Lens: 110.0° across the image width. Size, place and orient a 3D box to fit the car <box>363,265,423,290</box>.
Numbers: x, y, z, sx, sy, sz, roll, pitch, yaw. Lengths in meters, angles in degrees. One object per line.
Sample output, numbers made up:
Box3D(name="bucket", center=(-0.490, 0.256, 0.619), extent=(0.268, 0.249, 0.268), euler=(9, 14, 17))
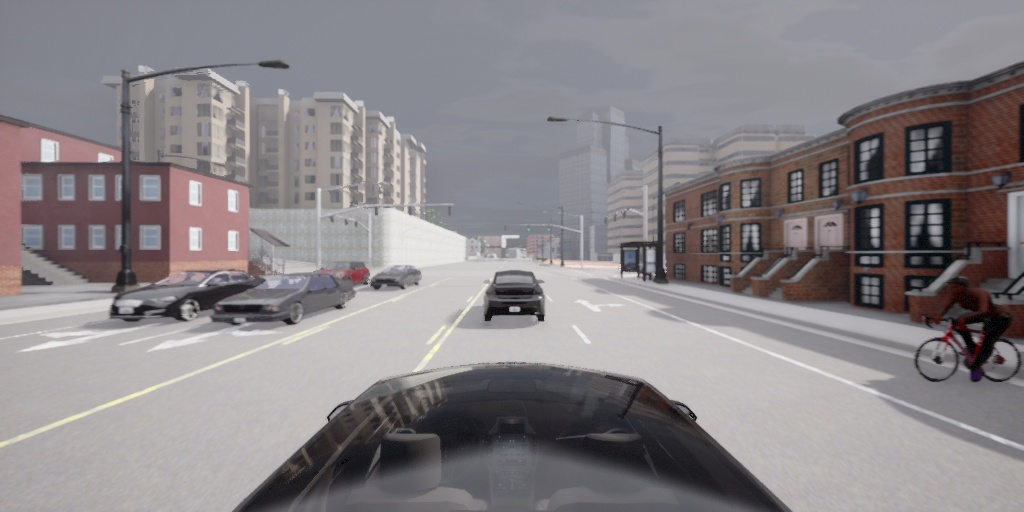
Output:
Box3D(name="car", center=(-7.103, 1.260, 22.646), extent=(2.033, 1.411, 5.357), euler=(0, 0, 0))

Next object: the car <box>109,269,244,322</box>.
Box3D(name="car", center=(-10.612, 1.230, 12.314), extent=(2.128, 1.511, 4.902), euler=(0, 0, 0))

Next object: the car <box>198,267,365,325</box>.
Box3D(name="car", center=(-7.117, 1.283, 12.021), extent=(2.033, 1.411, 5.357), euler=(0, 0, 0))

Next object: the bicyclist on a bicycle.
Box3D(name="bicyclist on a bicycle", center=(7.048, 1.148, 5.542), extent=(1.656, 1.620, 0.582), euler=(0, 0, 0))

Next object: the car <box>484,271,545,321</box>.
Box3D(name="car", center=(0.075, 1.231, 12.336), extent=(1.837, 1.490, 4.892), euler=(0, 0, 0))

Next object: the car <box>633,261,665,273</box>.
Box3D(name="car", center=(15.054, 1.249, 40.826), extent=(4.718, 1.301, 1.895), euler=(0, 0, 2))

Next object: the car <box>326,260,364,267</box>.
Box3D(name="car", center=(-10.604, 1.069, 22.370), extent=(2.097, 1.767, 4.553), euler=(0, 0, 0))
